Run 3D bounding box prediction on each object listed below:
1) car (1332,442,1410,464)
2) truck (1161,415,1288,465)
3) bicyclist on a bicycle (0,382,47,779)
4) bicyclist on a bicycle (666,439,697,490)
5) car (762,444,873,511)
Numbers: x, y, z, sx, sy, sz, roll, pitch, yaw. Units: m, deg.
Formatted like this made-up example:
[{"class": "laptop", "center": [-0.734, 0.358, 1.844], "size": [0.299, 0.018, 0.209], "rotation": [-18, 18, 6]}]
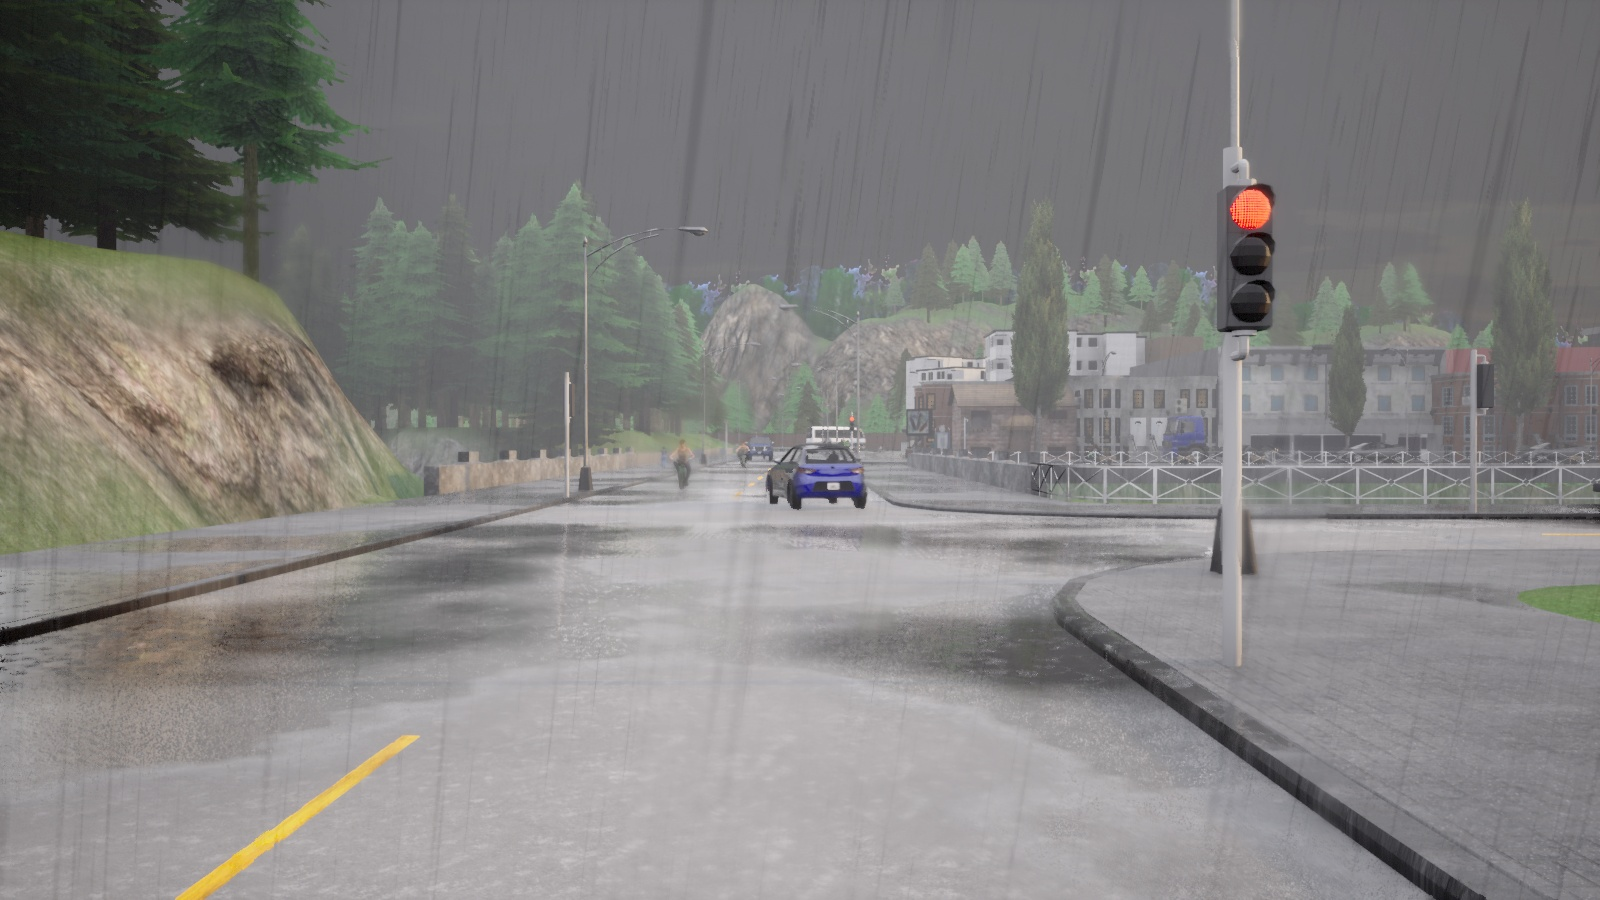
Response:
[{"class": "car", "center": [39.931, 0.229, 87.883], "size": [4.514, 1.525, 2.007], "rotation": [0, 0, 0]}, {"class": "truck", "center": [29.648, -0.708, 87.929], "size": [7.936, 3.462, 2.891], "rotation": [0, 0, 0]}, {"class": "bicyclist on a bicycle", "center": [-3.923, 0.585, 5.044], "size": [0.659, 1.776, 1.843], "rotation": [0, 0, 1]}, {"class": "bicyclist on a bicycle", "center": [-3.764, 0.454, 40.043], "size": [0.866, 1.612, 1.509], "rotation": [0, 1, 0]}, {"class": "car", "center": [0.335, 0.592, 29.917], "size": [1.816, 1.474, 4.193], "rotation": [0, 0, -11]}]
